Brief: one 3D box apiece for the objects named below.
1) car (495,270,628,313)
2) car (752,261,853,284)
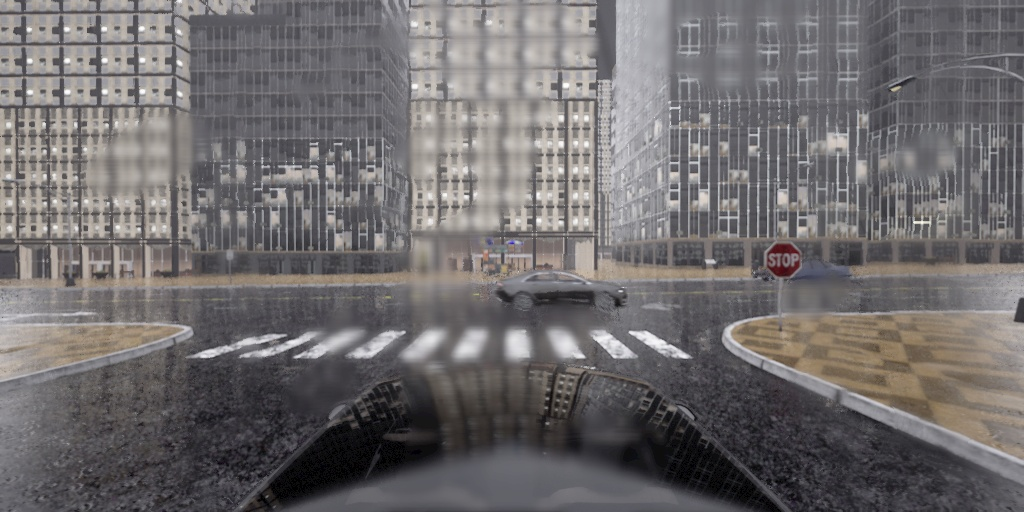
[{"bbox_3d":[1.815,1.274,13.599,4.902,1.511,2.128,0,0,1],"label":"car"},{"bbox_3d":[18.720,0.999,23.218,5.357,1.411,2.033,-1,0,1],"label":"car"}]
